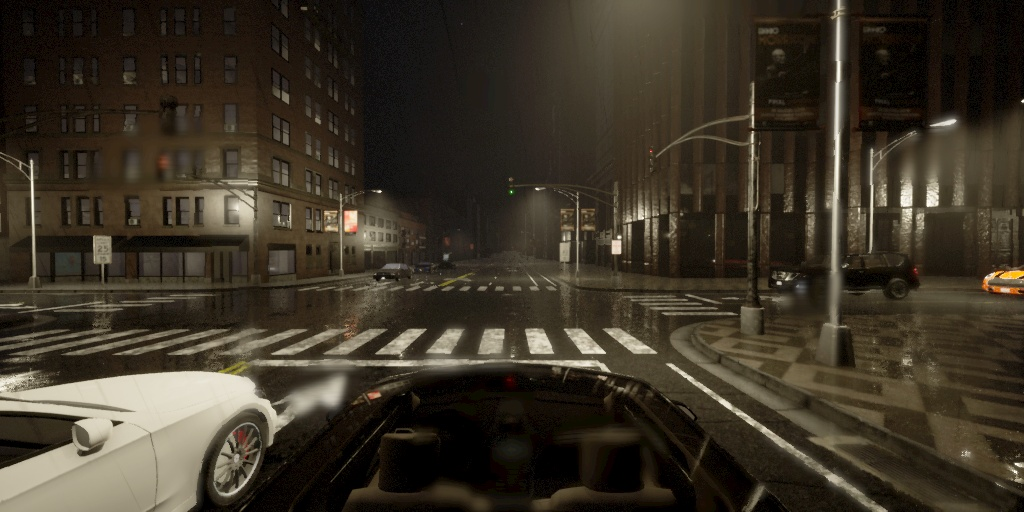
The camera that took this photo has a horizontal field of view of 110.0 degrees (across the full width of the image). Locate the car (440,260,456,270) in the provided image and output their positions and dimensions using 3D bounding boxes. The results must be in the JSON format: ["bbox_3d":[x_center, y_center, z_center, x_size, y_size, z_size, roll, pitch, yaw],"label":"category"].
[{"bbox_3d":[-9.652,1.318,53.465,1.994,1.385,4.181,0,0,1],"label":"car"}]

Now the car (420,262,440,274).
[{"bbox_3d":[-9.728,1.318,40.097,1.994,1.385,4.181,0,0,-1],"label":"car"}]

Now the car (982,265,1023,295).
[{"bbox_3d":[24.541,0.961,16.231,4.553,1.767,2.097,0,1,0],"label":"car"}]

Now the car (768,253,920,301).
[{"bbox_3d":[14.872,0.868,16.223,5.566,2.045,2.150,0,1,1],"label":"car"}]

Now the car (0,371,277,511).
[{"bbox_3d":[-3.159,1.276,1.403,1.812,1.442,4.674,0,0,2],"label":"car"}]

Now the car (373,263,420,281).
[{"bbox_3d":[-9.741,1.301,30.000,2.033,1.411,5.357,0,0,2],"label":"car"}]
